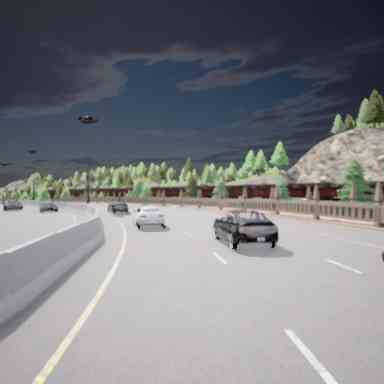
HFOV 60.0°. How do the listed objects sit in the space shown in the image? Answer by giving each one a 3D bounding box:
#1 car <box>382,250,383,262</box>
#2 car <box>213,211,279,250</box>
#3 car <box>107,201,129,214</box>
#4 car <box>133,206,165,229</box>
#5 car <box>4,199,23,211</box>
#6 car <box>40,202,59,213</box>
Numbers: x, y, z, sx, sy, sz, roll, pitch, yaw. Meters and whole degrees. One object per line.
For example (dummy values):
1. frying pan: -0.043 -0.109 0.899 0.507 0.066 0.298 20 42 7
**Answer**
1. car: 6.580 1.537 7.787 1.812 1.442 4.674 0 0 -5
2. car: 2.208 1.569 14.792 2.128 1.511 4.902 0 0 -9
3. car: -8.957 1.800 39.990 2.128 1.511 4.902 0 0 -24
4. car: -3.031 1.688 23.089 1.812 1.442 4.674 0 0 -14
5. car: -26.491 1.894 49.389 2.097 1.767 4.553 0 0 -34
6. car: -18.633 1.986 43.280 1.994 1.385 4.181 0 0 -29
